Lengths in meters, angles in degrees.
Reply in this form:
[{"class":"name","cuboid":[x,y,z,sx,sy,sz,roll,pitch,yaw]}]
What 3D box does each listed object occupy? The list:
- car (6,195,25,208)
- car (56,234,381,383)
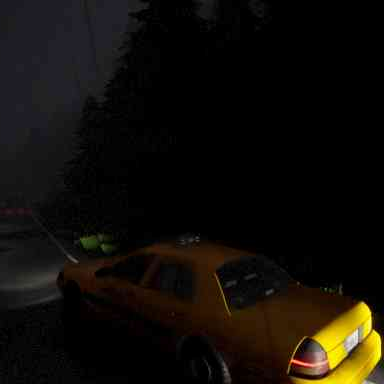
[{"class":"car","cuboid":[-21.201,1.058,40.008,2.128,1.511,4.902,-2,2,-27]},{"class":"car","cuboid":[-0.252,1.418,5.068,5.366,1.575,1.801,1,1,44]}]
